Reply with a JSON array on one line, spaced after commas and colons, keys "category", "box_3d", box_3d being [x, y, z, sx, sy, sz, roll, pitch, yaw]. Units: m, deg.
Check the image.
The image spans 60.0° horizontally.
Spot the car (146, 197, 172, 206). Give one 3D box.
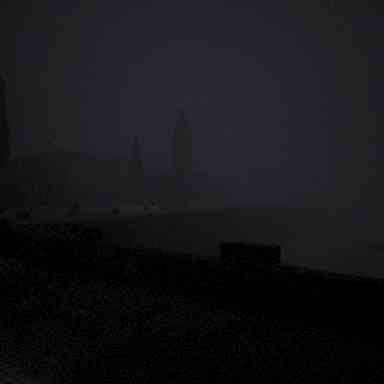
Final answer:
[{"category": "car", "box_3d": [-5.270, 1.514, 53.588, 1.837, 1.490, 4.892, 0, -1, 36]}]
